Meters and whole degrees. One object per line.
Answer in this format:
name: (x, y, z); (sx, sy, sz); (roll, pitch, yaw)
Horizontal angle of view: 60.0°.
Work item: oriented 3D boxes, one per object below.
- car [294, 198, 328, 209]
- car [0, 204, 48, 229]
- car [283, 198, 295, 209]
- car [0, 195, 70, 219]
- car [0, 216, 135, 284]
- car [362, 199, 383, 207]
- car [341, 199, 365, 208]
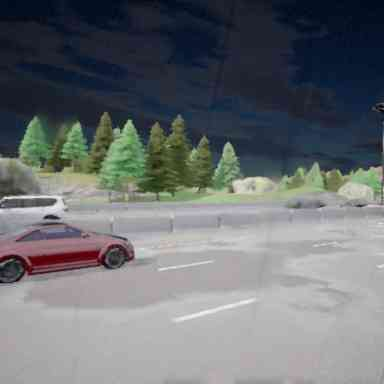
car: (16.874, 1.781, 46.091); (4.892, 1.490, 1.837); (1, -1, -35)
car: (-11.740, 1.562, 21.407); (4.181, 1.385, 1.994); (0, 0, -35)
car: (15.672, 1.642, 49.519); (4.553, 1.767, 2.097); (1, -1, -35)
car: (-9.736, 1.220, 18.540); (5.566, 2.045, 2.150); (0, 0, -36)
car: (-3.800, 1.565, 9.633); (4.181, 1.385, 1.994); (0, 0, -36)
car: (24.486, 1.946, 42.912); (4.718, 1.301, 1.895); (1, -1, -35)
car: (22.544, 1.699, 45.827); (4.553, 1.767, 2.097); (1, -1, -35)
